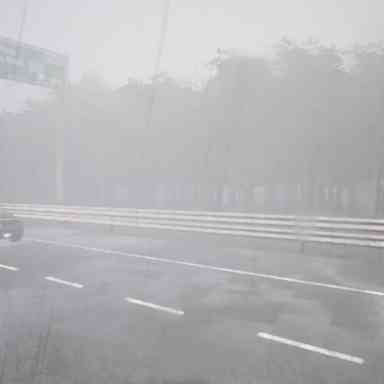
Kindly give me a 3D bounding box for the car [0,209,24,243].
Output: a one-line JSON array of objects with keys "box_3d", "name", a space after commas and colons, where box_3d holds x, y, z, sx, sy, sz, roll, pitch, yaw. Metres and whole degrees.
[{"box_3d": [-9.450, 1.505, 14.913, 4.892, 1.490, 1.837, 0, 0, 36], "name": "car"}]
